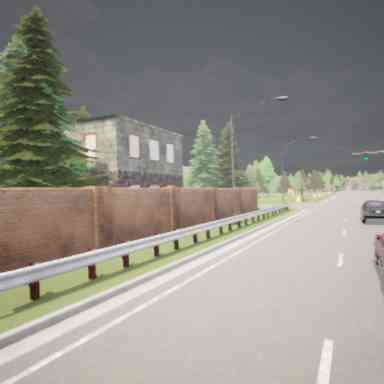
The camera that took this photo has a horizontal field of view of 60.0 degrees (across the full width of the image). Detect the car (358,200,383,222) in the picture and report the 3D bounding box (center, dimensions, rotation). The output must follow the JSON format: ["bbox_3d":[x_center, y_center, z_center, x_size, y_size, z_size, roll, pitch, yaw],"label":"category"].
[{"bbox_3d":[12.460,1.239,22.615,2.033,1.411,5.357,-2,0,25],"label":"car"}]

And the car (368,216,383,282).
[{"bbox_3d":[5.429,1.458,7.834,1.895,1.301,4.718,-2,0,25],"label":"car"}]
